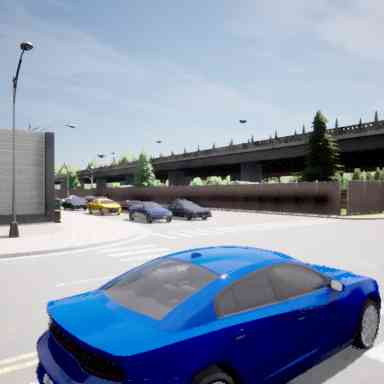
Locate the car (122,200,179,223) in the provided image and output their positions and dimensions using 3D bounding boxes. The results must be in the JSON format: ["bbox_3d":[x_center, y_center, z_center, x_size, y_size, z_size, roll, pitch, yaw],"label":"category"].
[{"bbox_3d":[-3.231,1.470,24.996,1.812,1.442,4.674,0,0,-36],"label":"car"}]

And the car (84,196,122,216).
[{"bbox_3d":[-8.597,1.422,32.501,1.882,1.535,5.008,0,0,-36],"label":"car"}]

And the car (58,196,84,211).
[{"bbox_3d":[-14.294,1.492,40.480,2.033,1.411,5.357,0,0,-35],"label":"car"}]

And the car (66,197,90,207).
[{"bbox_3d":[-17.486,1.492,50.986,2.033,1.411,5.357,0,0,-35],"label":"car"}]

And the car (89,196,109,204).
[{"bbox_3d":[-17.983,1.492,64.025,2.033,1.411,5.357,0,0,-36],"label":"car"}]

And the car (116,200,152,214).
[{"bbox_3d":[-6.199,1.545,35.169,1.895,1.301,4.718,0,0,-36],"label":"car"}]

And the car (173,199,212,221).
[{"bbox_3d":[-0.629,1.492,27.367,2.033,1.411,5.357,0,0,-36],"label":"car"}]

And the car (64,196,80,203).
[{"bbox_3d":[-23.772,1.469,65.932,1.812,1.442,4.674,0,0,-36],"label":"car"}]

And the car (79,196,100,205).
[{"bbox_3d":[-17.845,1.422,57.813,1.882,1.535,5.008,0,0,-36],"label":"car"}]

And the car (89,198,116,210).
[{"bbox_3d":[-11.454,1.470,42.542,1.812,1.442,4.674,0,0,-36],"label":"car"}]

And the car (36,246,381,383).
[{"bbox_3d":[0.691,1.477,4.432,5.008,1.535,1.882,0,0,-39],"label":"car"}]

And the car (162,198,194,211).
[{"bbox_3d":[-1.785,1.508,41.361,1.994,1.385,4.181,0,0,-36],"label":"car"}]
